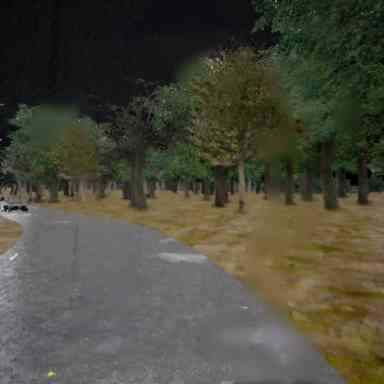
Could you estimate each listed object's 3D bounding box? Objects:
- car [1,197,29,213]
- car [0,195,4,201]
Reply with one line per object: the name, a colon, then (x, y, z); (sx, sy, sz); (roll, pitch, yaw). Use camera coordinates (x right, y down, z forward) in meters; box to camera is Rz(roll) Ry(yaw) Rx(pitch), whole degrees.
car: (-19.334, 1.588, 36.673); (1.895, 1.301, 4.718); (0, 0, -36)
car: (-47.228, 1.548, 81.607); (1.882, 1.535, 5.008); (0, 0, -36)
